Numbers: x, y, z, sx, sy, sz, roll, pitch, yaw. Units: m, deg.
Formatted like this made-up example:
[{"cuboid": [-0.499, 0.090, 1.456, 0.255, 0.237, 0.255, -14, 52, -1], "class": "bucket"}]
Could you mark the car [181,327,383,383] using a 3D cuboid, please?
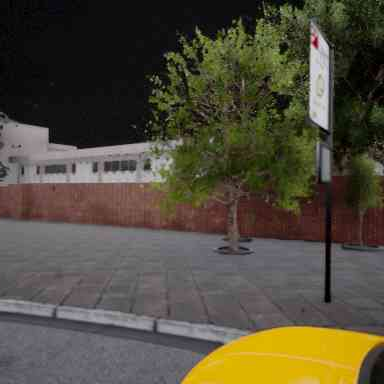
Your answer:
[{"cuboid": [2.178, 1.478, 1.546, 5.008, 1.535, 1.882, 0, 0, 31], "class": "car"}]
